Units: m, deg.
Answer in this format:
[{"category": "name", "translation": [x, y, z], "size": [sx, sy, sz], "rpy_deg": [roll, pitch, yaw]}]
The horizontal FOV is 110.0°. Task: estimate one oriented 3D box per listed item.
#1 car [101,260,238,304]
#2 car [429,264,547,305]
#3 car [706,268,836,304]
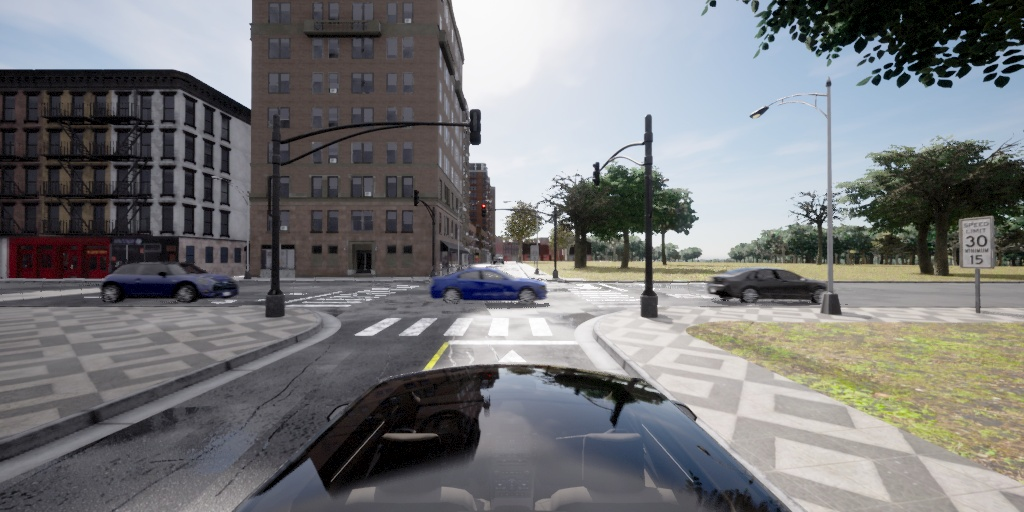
[{"category": "car", "translation": [-14.523, 1.041, 15.428], "size": [4.553, 1.767, 2.097], "rpy_deg": [0, -1, 0]}, {"category": "car", "translation": [-0.992, 1.246, 15.420], "size": [5.008, 1.535, 1.882], "rpy_deg": [0, 0, 0]}, {"category": "car", "translation": [11.042, 1.249, 15.420], "size": [4.892, 1.490, 1.837], "rpy_deg": [0, -1, 0]}]
